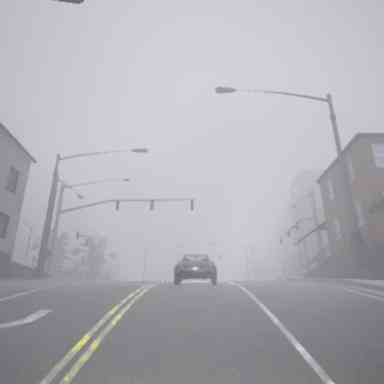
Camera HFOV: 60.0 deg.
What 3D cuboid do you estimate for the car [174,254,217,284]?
[{"bbox_3d":[0.210,3.800,16.488,1.994,1.385,4.181,0,-14,2],"label":"car"}]
